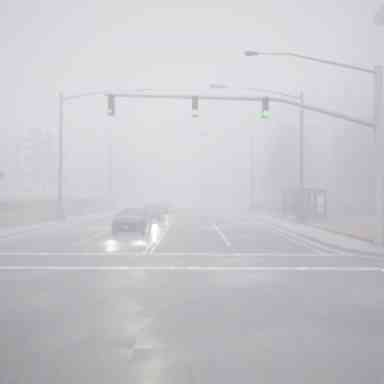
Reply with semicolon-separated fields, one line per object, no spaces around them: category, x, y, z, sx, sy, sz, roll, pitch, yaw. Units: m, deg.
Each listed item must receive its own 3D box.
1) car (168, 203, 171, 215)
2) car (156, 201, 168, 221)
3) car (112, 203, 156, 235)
car;-3.626;1.884;40.539;1.882;1.535;5.008;0;0;0
car;-3.631;1.804;30.164;2.128;1.511;4.902;0;-1;0
car;-3.621;1.704;20.716;1.882;1.535;5.008;0;-1;0
